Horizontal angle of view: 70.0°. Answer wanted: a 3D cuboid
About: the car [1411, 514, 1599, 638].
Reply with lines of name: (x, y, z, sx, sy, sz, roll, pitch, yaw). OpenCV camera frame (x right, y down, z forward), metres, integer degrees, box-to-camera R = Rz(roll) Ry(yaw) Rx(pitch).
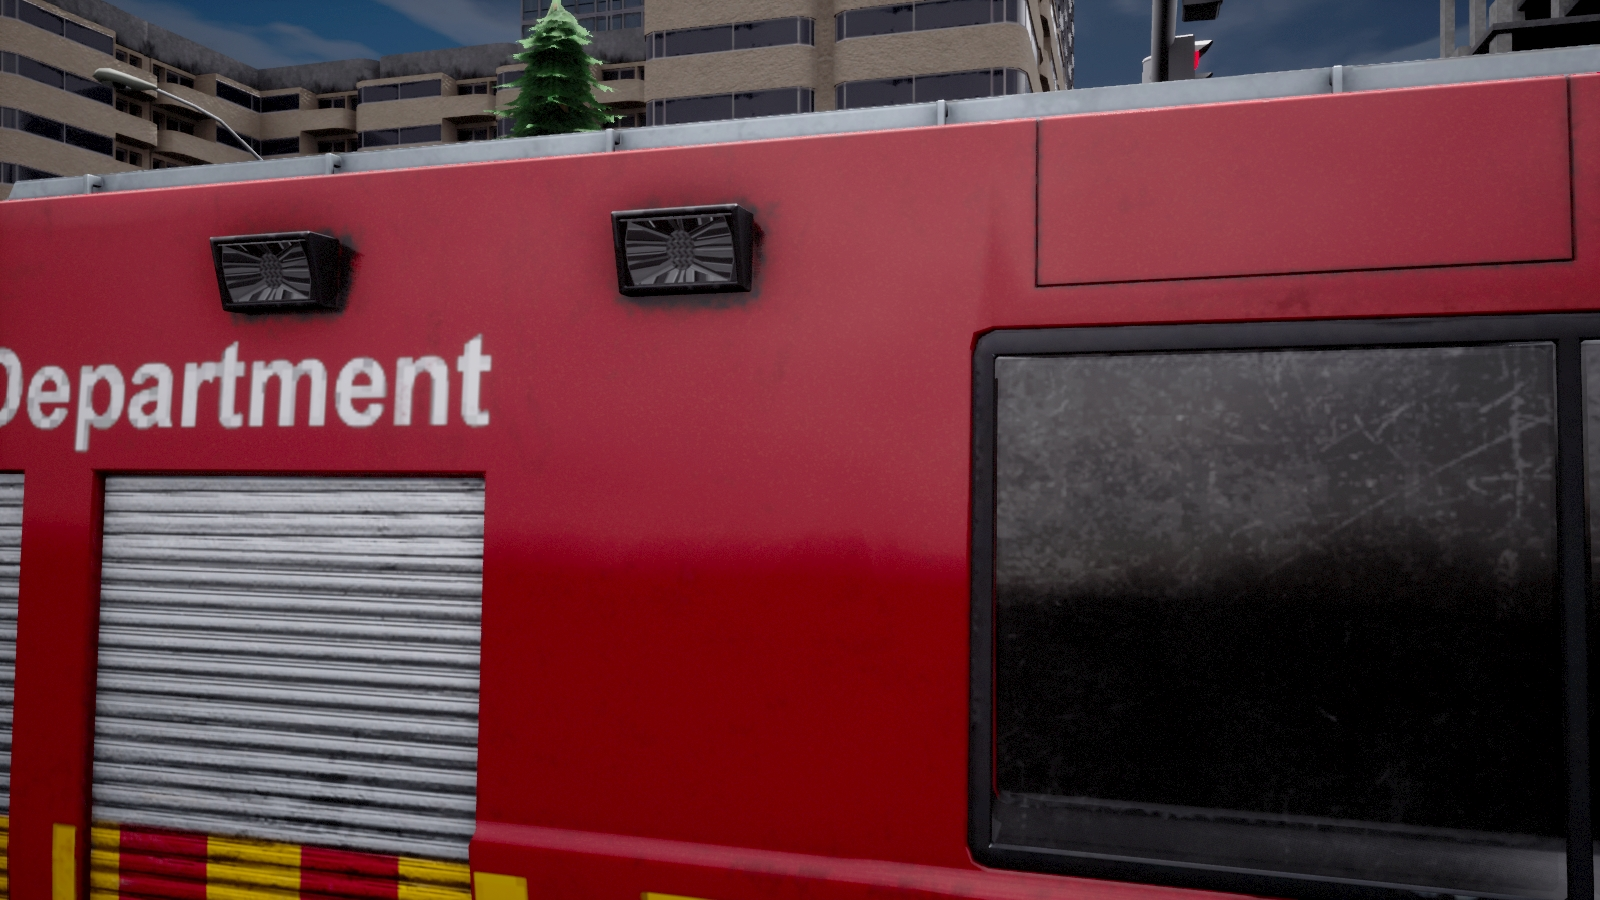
car: (12.251, 2.036, 19.675, 2.038, 1.542, 4.974, 0, 0, 16)

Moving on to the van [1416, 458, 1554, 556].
van: (19.809, 1.534, 33.362, 1.988, 2.561, 5.915, 0, 0, 16)

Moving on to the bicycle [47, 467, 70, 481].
bicycle: (-65.142, 2.102, 100.377, 1.487, 1.276, 0.859, 0, 0, 15)
